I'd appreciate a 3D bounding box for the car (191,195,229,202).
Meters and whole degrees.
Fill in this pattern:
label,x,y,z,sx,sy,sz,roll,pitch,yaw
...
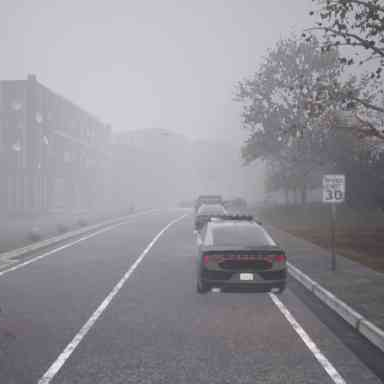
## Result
label,x,y,z,sx,sy,sz,roll,pitch,yaw
car,1.387,1.226,24.672,2.150,2.045,5.566,0,0,5

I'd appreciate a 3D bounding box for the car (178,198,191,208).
label,x,y,z,sx,sy,sz,roll,pitch,yaw
car,-0.457,1.542,45.898,1.994,1.385,4.181,-1,0,19

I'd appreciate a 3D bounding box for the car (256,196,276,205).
label,x,y,z,sx,sy,sz,roll,pitch,yaw
car,12.258,1.307,55.313,1.812,1.442,4.674,-1,1,40

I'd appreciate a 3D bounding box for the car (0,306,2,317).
label,x,y,z,sx,sy,sz,roll,pitch,yaw
car,-3.597,1.548,2.325,2.033,1.411,5.357,0,0,0

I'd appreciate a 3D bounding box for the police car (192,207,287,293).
label,x,y,z,sx,sy,sz,roll,pitch,yaw
police car,1.050,1.427,8.987,1.930,1.638,5.238,0,0,0

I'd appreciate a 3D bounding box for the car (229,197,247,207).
label,x,y,z,sx,sy,sz,roll,pitch,yaw
car,5.936,1.405,45.032,1.882,1.535,5.008,0,0,28

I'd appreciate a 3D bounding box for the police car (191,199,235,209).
label,x,y,z,sx,sy,sz,roll,pitch,yaw
police car,1.101,1.429,18.924,1.930,1.638,5.238,0,0,1
